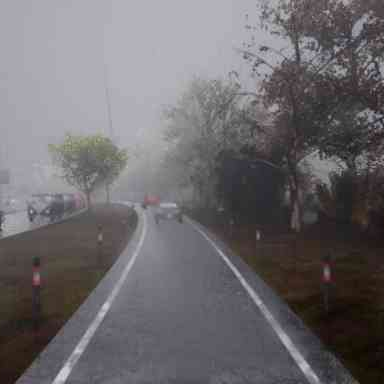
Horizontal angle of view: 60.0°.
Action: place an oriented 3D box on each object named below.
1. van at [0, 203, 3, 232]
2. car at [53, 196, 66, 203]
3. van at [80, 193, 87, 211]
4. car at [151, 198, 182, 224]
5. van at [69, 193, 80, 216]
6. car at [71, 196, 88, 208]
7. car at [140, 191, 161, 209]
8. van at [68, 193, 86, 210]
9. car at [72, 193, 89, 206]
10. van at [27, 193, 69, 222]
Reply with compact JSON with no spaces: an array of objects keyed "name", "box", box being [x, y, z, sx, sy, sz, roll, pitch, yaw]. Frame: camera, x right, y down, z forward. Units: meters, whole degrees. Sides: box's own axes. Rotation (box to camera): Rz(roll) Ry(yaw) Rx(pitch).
[{"name":"van","box":[-9.489,1.145,13.414,1.878,1.987,4.442,1,-1,-6]},{"name":"car","box":[-34.625,1.964,86.767,2.231,1.521,4.892,-1,-1,-33]},{"name":"van","box":[-12.752,1.118,35.514,1.878,1.987,4.442,1,-1,-12]},{"name":"car","box":[-1.748,1.367,23.485,1.812,1.442,4.674,0,0,-8]},{"name":"van","box":[-11.635,1.109,30.035,1.878,1.987,4.442,1,-1,-12]},{"name":"car","box":[-15.562,1.392,46.261,1.946,1.575,5.366,1,-1,-15]},{"name":"car","box":[-4.964,0.949,40.188,2.150,2.045,5.566,-1,1,-14]},{"name":"van","box":[-14.057,1.139,40.954,1.878,1.987,4.442,2,-1,-17]},{"name":"car","box":[-19.218,1.247,56.997,2.435,2.045,5.566,2,-2,-21]},{"name":"van","box":[-10.700,1.110,24.534,1.878,1.987,4.442,1,-1,-10]}]
